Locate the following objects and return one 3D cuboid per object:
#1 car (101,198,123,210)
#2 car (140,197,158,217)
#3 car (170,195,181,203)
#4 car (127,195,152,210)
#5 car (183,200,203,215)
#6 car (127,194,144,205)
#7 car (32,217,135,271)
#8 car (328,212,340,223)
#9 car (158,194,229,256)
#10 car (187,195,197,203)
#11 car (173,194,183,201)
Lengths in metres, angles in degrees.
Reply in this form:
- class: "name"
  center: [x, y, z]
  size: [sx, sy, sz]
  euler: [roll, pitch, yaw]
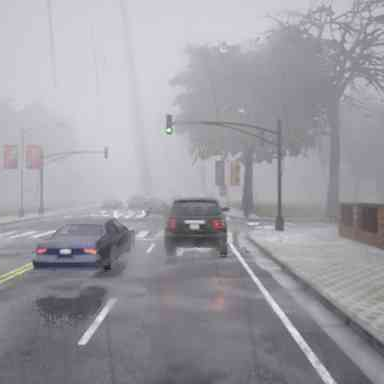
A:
- class: "car"
  center: [-9.844, 1.448, 41.141]
  size: [1.812, 1.442, 4.674]
  euler: [0, 0, 0]
- class: "car"
  center: [-3.154, 1.489, 30.645]
  size: [2.033, 1.411, 5.357]
  euler: [0, 0, 0]
- class: "car"
  center: [-3.256, 1.355, 66.652]
  size: [2.128, 1.511, 4.902]
  euler: [0, 0, 0]
- class: "car"
  center: [-6.595, 1.274, 41.276]
  size: [2.097, 1.767, 4.553]
  euler: [0, 0, 0]
- class: "car"
  center: [0.102, 1.536, 34.104]
  size: [1.895, 1.301, 4.718]
  euler: [0, 0, 0]
- class: "car"
  center: [-9.805, 1.238, 57.720]
  size: [2.097, 1.767, 4.553]
  euler: [0, 0, 1]
- class: "car"
  center: [-3.150, 1.525, 10.780]
  size: [2.033, 1.411, 5.357]
  euler: [0, 0, 0]
- class: "car"
  center: [13.045, 1.711, 24.722]
  size: [5.357, 1.411, 2.033]
  euler: [1, -1, -3]
- class: "car"
  center: [0.290, 1.195, 13.220]
  size: [2.150, 2.045, 5.566]
  euler: [0, 0, 4]
- class: "car"
  center: [-0.006, 1.388, 67.064]
  size: [1.812, 1.442, 4.674]
  euler: [0, 0, 0]
- class: "car"
  center: [-3.257, 1.251, 77.070]
  size: [2.033, 1.411, 5.357]
  euler: [0, 0, 0]
